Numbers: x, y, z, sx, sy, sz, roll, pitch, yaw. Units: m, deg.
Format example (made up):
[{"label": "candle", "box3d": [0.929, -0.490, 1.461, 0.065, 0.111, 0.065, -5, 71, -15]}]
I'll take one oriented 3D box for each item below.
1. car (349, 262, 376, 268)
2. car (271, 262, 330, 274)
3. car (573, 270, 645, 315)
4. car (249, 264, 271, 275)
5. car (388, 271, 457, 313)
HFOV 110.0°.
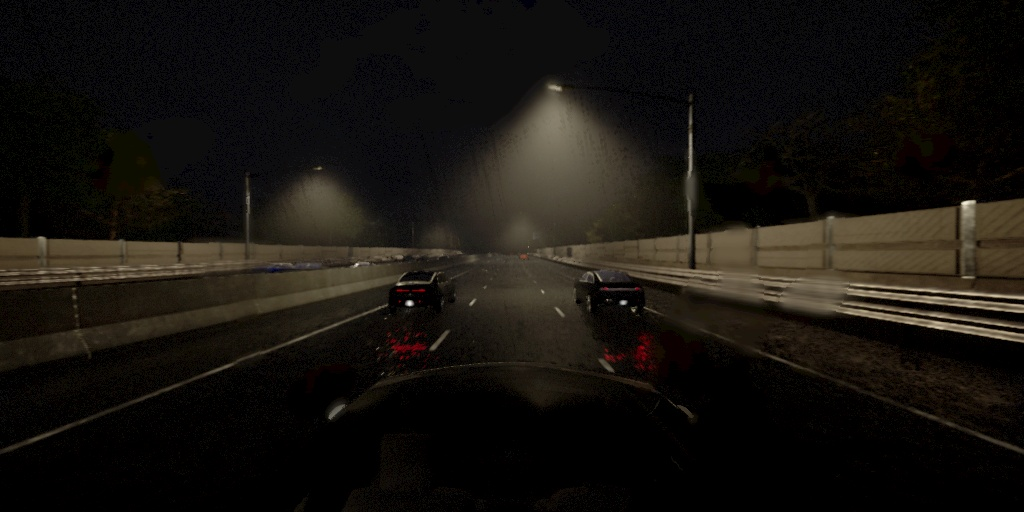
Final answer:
[{"label": "car", "box3d": [-14.083, 1.273, 33.660, 1.895, 1.301, 4.718, 0, 1, 0]}, {"label": "car", "box3d": [-17.590, 1.258, 30.698, 2.033, 1.411, 5.357, 0, 1, 0]}, {"label": "car", "box3d": [3.606, 1.299, 14.042, 2.128, 1.511, 4.902, 0, 0, 0]}, {"label": "car", "box3d": [-21.084, 1.293, 32.183, 1.895, 1.301, 4.718, 0, 1, 0]}, {"label": "car", "box3d": [-3.396, 1.315, 14.316, 1.837, 1.490, 4.892, 0, 0, 0]}]
